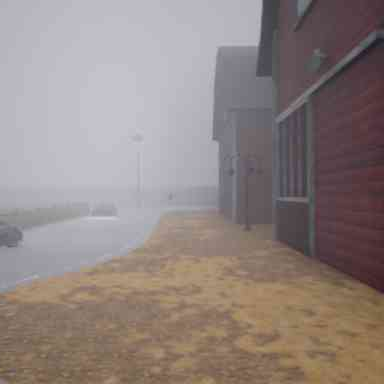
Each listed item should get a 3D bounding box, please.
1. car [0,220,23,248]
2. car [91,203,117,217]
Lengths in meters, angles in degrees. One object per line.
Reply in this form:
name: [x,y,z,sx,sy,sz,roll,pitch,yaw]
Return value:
car: [-8.925,1.733,13.339,1.994,1.385,4.181,0,0,15]
car: [-9.120,1.837,34.754,1.994,1.385,4.181,0,0,-3]
